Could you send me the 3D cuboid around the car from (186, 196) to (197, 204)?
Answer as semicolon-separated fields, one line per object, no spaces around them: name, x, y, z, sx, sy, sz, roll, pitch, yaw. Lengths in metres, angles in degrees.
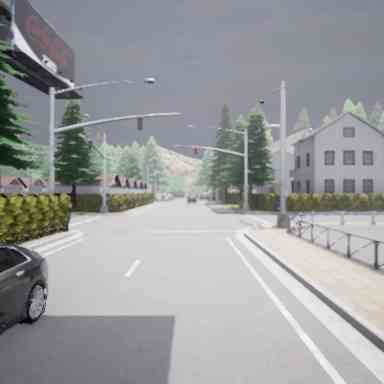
car;-0.022;1.606;65.429;1.837;1.490;4.892;0;0;0

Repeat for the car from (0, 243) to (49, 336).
car;-3.589;1.512;4.368;1.837;1.490;4.892;0;0;0
